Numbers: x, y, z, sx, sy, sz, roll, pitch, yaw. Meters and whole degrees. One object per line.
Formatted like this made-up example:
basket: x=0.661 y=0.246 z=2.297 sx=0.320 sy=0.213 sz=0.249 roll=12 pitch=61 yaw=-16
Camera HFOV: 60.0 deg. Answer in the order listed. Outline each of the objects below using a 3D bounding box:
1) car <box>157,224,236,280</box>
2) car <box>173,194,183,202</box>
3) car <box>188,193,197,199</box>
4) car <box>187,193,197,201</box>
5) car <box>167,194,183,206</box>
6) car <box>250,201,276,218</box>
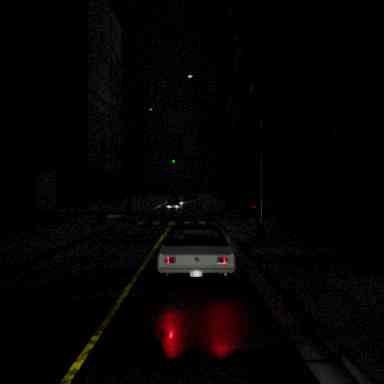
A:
car: x=0.111 y=1.618 z=9.952 sx=1.895 sy=1.301 sz=4.718 roll=0 pitch=0 yaw=0
car: x=-2.945 y=1.295 z=70.064 sx=1.837 sy=1.490 sz=4.892 roll=0 pitch=1 yaw=0
car: x=0.067 y=0.997 z=84.853 sx=2.128 sy=1.511 sz=4.902 roll=0 pitch=1 yaw=0
car: x=0.058 y=1.093 z=74.821 sx=2.097 sy=1.767 sz=4.553 roll=0 pitch=1 yaw=0
car: x=-3.026 y=1.490 z=54.631 sx=2.033 sy=1.411 sz=5.357 roll=0 pitch=0 yaw=0
car: x=7.560 y=1.502 z=29.277 sx=4.902 sy=1.511 sz=2.128 roll=0 pitch=0 yaw=-5
